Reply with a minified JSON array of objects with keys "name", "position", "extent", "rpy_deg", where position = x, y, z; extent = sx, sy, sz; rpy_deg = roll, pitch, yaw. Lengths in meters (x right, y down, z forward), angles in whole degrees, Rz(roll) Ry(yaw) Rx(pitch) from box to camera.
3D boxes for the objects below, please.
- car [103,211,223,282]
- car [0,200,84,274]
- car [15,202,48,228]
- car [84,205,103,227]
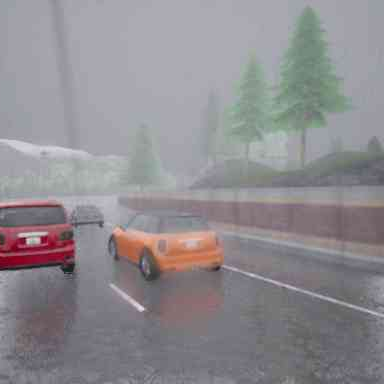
[{"name":"car","position":[-1.021,1.354,10.198],"extent":[2.097,1.767,4.553],"rpy_deg":[-1,0,-29]},{"name":"car","position":[-5.024,1.261,10.253],"extent":[2.150,2.045,5.566],"rpy_deg":[-1,0,-28]},{"name":"car","position":[-11.712,1.599,24.559],"extent":[1.837,1.490,4.892],"rpy_deg":[-1,1,-22]},{"name":"car","position":[-7.147,1.598,22.544],"extent":[2.033,1.411,5.357],"rpy_deg":[-1,0,-23]}]
